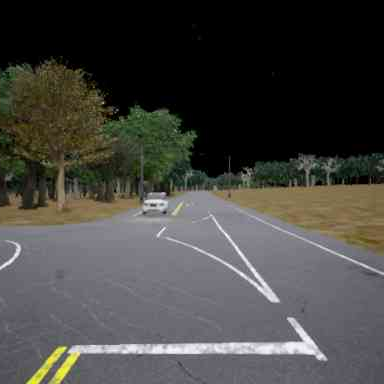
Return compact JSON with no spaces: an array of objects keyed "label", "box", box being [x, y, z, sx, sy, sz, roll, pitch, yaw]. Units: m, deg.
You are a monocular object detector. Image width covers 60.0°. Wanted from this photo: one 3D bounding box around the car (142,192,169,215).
[{"label":"car","box":[-3.429,1.077,32.237,2.150,2.045,5.566,0,1,0]}]
